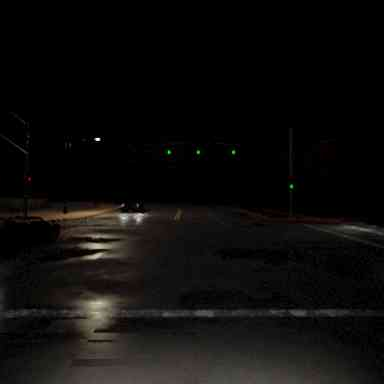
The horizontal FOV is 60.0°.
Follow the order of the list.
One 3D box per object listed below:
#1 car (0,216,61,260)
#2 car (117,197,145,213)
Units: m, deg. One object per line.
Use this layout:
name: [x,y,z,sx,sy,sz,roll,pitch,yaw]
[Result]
car: [-6.870,1.639,12.757,1.895,1.301,4.718,0,0,2]
car: [-6.677,1.458,37.806,2.097,1.767,4.553,0,0,-1]
